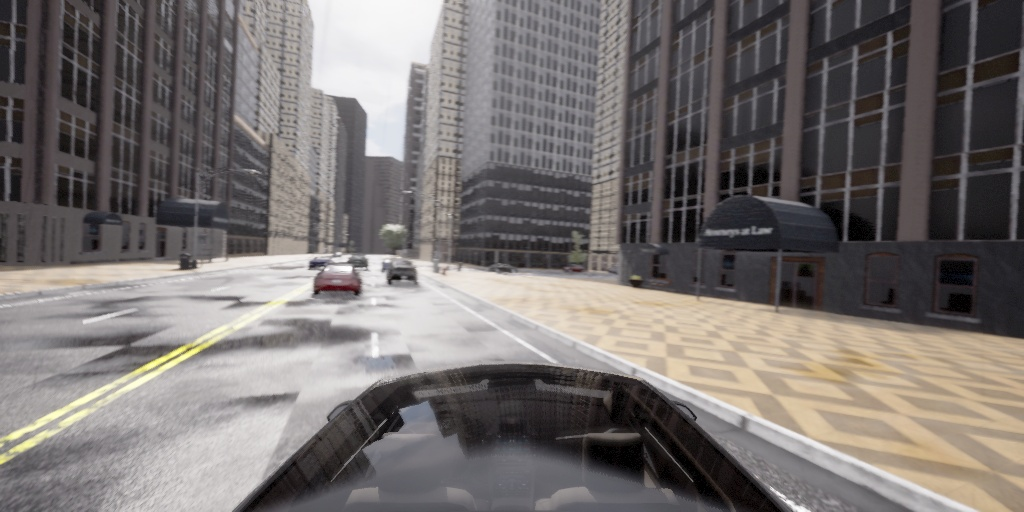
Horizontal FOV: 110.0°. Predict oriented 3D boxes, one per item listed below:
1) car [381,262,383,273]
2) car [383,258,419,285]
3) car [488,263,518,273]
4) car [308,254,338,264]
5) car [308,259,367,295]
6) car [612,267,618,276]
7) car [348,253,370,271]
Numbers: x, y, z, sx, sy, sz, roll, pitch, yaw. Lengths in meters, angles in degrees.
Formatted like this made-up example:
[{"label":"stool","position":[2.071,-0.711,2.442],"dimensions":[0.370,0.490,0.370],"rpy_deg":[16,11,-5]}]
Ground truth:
[{"label":"car","position":[-12.284,0.938,36.550],"dimensions":[2.033,1.411,5.357],"rpy_deg":[3,0,-21]},{"label":"car","position":[-7.399,1.043,24.060],"dimensions":[1.837,1.490,4.892],"rpy_deg":[3,-1,-21]},{"label":"car","position":[-1.261,1.773,51.866],"dimensions":[4.403,1.370,2.007],"rpy_deg":[0,0,-22]},{"label":"car","position":[-19.099,0.693,36.005],"dimensions":[1.895,1.301,4.718],"rpy_deg":[3,0,-21]},{"label":"car","position":[-8.246,1.032,17.291],"dimensions":[1.994,1.385,4.181],"rpy_deg":[3,0,-21]},{"label":"car","position":[19.599,2.958,60.402],"dimensions":[4.313,1.339,1.948],"rpy_deg":[0,0,-22]},{"label":"car","position":[-16.384,0.574,38.311],"dimensions":[2.097,1.767,4.553],"rpy_deg":[3,0,-21]}]
